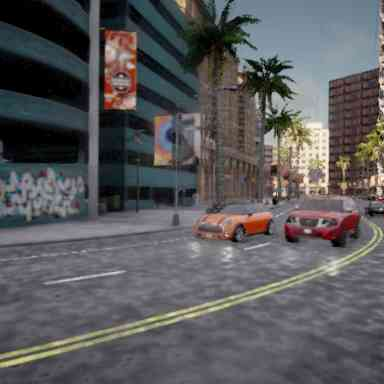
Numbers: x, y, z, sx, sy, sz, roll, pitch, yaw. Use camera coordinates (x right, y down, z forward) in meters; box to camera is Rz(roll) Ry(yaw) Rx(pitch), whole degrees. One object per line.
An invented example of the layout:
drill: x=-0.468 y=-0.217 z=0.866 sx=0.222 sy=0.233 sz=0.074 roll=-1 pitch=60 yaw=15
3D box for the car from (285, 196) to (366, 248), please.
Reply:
car: x=6.153 y=1.200 z=15.201 sx=2.150 sy=2.045 sz=5.566 roll=1 pitch=0 yaw=36

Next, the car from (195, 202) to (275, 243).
car: x=2.143 y=1.283 z=15.868 sx=2.097 sy=1.767 sz=4.553 roll=1 pitch=0 yaw=39

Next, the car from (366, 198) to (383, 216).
car: x=18.241 y=1.564 z=32.572 sx=1.994 sy=1.385 sz=4.181 roll=1 pitch=0 yaw=22

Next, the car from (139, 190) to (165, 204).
car: x=-5.927 y=0.704 z=48.550 sx=2.435 sy=2.045 sz=5.566 roll=1 pitch=0 yaw=22

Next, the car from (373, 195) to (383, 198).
car: x=40.187 y=1.369 z=69.824 sx=2.185 sy=1.767 sz=4.553 roll=1 pitch=0 yaw=22
